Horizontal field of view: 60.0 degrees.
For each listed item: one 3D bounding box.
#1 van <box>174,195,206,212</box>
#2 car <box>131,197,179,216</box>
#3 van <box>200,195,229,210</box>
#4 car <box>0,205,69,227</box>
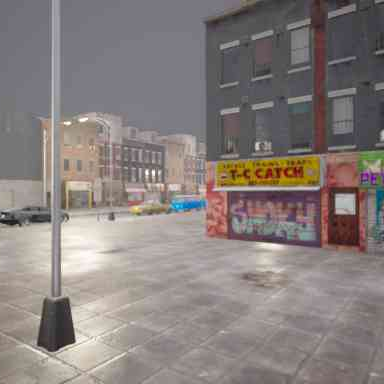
[{"bbox_3d":[-0.449,1.249,35.918,1.690,1.788,3.998,0,0,36],"label":"van"},{"bbox_3d":[-3.645,1.449,31.454,1.752,1.417,4.829,0,0,36],"label":"car"},{"bbox_3d":[2.845,1.234,40.520,1.690,1.788,3.998,0,0,36],"label":"van"},{"bbox_3d":[-10.333,1.522,22.111,1.947,1.339,4.313,0,0,36],"label":"car"}]
